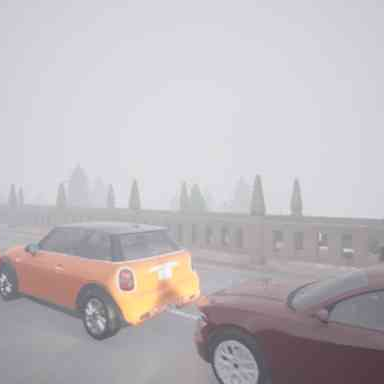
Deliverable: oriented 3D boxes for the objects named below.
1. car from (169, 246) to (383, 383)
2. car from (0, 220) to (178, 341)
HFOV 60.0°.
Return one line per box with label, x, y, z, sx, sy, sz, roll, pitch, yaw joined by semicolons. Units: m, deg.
car;2.317;1.506;3.460;5.008;1.535;1.882;0;0;36
car;-2.128;1.388;6.872;4.553;1.767;2.097;0;0;38
